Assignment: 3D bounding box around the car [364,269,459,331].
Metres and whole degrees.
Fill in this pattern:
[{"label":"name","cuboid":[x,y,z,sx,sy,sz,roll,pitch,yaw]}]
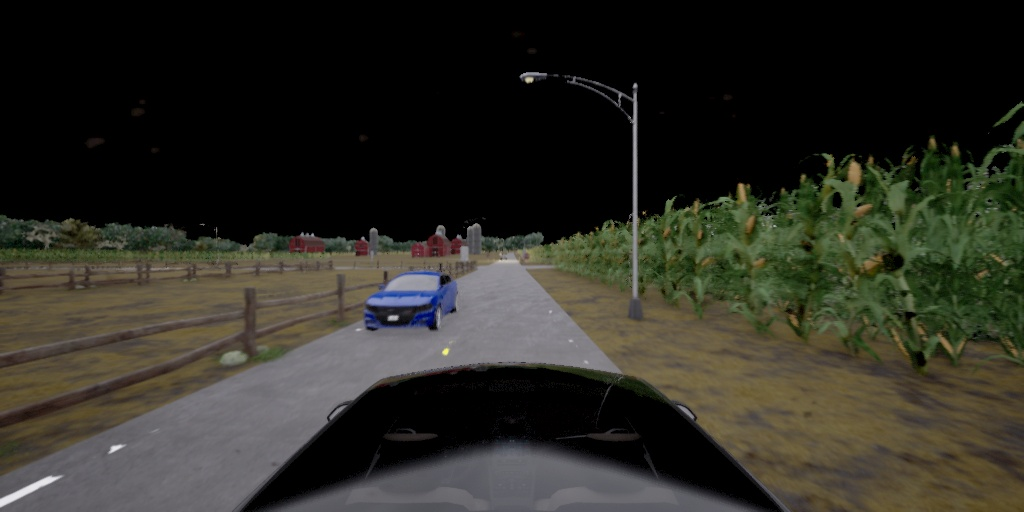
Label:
[{"label":"car","cuboid":[-2.847,1.213,11.111,1.882,1.535,5.008,0,0,0]}]
